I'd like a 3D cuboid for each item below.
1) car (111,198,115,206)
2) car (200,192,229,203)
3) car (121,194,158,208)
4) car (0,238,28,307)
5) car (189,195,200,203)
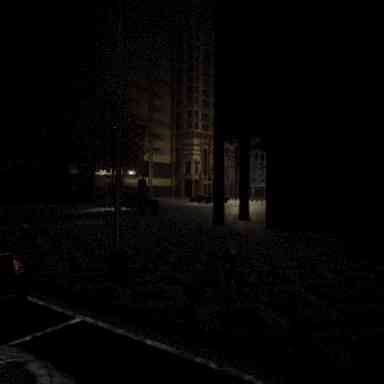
[{"bbox_3d":[-8.613,1.033,44.552,2.097,1.767,4.553,1,1,36],"label":"car"},{"bbox_3d":[4.256,1.017,56.907,2.150,2.045,5.566,1,1,35],"label":"car"},{"bbox_3d":[-6.440,1.321,42.016,1.895,1.301,4.718,1,1,35],"label":"car"},{"bbox_3d":[-5.122,1.387,6.614,4.097,1.590,1.967,0,1,36],"label":"car"},{"bbox_3d":[1.622,1.205,58.816,2.033,1.411,5.357,1,1,35],"label":"car"}]
